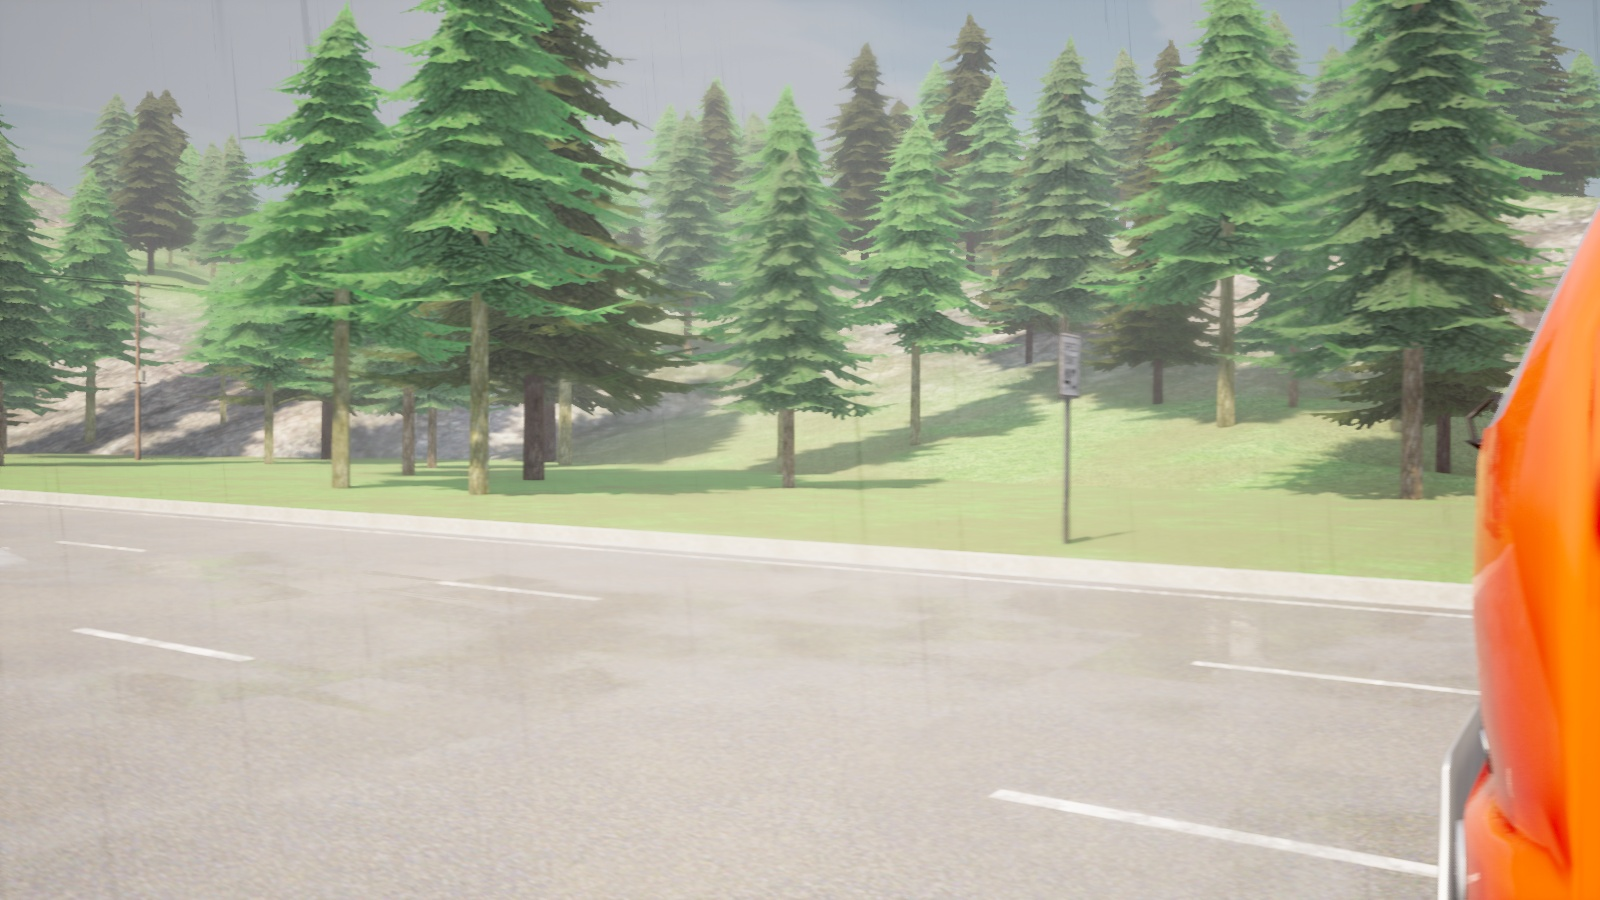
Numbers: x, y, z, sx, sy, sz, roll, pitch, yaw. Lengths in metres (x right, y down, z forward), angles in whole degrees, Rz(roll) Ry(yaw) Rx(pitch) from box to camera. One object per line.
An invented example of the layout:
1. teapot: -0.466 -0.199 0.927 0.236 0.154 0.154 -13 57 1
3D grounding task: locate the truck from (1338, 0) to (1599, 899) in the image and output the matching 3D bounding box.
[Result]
1. truck: 3.577 0.192 1.244 5.204 2.467 2.627 0 1 33
